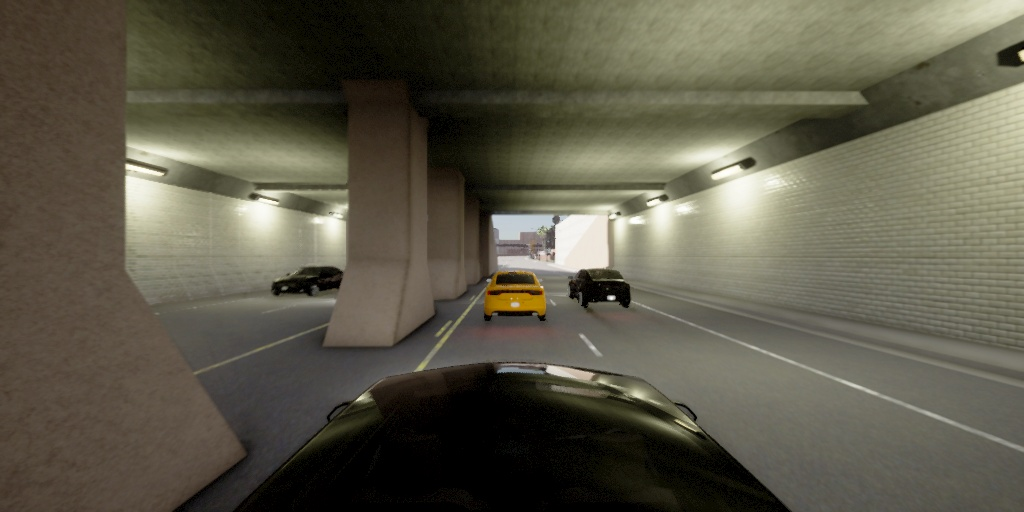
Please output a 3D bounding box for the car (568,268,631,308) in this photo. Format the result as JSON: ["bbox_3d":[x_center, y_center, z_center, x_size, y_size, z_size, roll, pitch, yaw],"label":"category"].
[{"bbox_3d":[3.599,1.264,15.396,1.837,1.490,4.892,0,0,0],"label":"car"}]

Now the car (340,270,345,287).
[{"bbox_3d":[-7.100,1.288,19.285,1.812,1.442,4.674,0,0,0],"label":"car"}]

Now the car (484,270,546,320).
[{"bbox_3d":[0.094,1.235,12.680,1.882,1.535,5.008,0,0,0],"label":"car"}]

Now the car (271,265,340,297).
[{"bbox_3d":[-10.601,1.240,19.217,1.882,1.535,5.008,0,0,0],"label":"car"}]
